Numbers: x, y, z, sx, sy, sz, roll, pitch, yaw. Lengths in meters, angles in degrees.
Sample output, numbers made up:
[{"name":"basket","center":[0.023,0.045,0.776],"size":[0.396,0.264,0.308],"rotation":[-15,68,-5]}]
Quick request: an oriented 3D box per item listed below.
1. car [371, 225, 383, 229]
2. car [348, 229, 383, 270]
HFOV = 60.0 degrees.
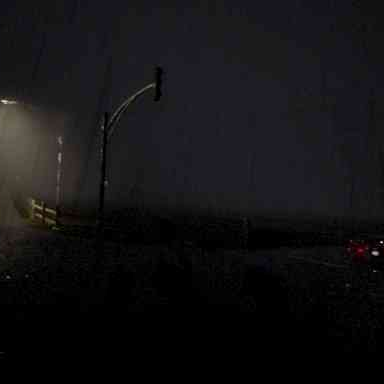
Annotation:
[{"name":"car","center":[10.127,2.476,17.046],"size":[4.892,1.490,1.837],"rotation":[4,-2,-29]},{"name":"car","center":[8.516,2.287,12.338],"size":[5.357,1.411,2.033],"rotation":[4,-2,-24]}]
